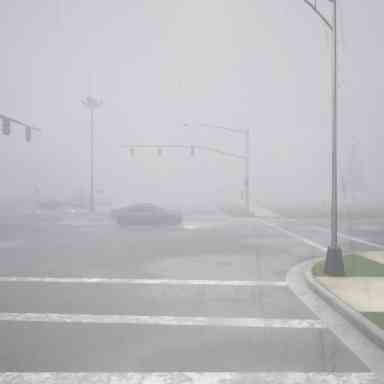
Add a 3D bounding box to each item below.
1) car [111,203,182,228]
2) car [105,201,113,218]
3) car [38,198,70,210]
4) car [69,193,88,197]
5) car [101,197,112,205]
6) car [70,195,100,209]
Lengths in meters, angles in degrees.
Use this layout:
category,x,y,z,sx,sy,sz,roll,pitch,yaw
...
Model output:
category,x,y,z,sx,sy,sz,roll,pitch,yaw
car,-2.761,1.564,21.606,4.181,1.385,1.994,0,0,0
car,-3.422,1.547,25.111,5.357,1.411,2.033,0,0,0
car,-18.002,1.601,42.938,1.895,1.301,4.718,0,0,1
car,-17.864,1.221,52.579,2.150,2.045,5.566,0,0,1
car,-14.327,1.526,54.462,1.812,1.442,4.674,0,0,1
car,-14.463,1.547,44.872,2.033,1.411,5.357,0,0,1
